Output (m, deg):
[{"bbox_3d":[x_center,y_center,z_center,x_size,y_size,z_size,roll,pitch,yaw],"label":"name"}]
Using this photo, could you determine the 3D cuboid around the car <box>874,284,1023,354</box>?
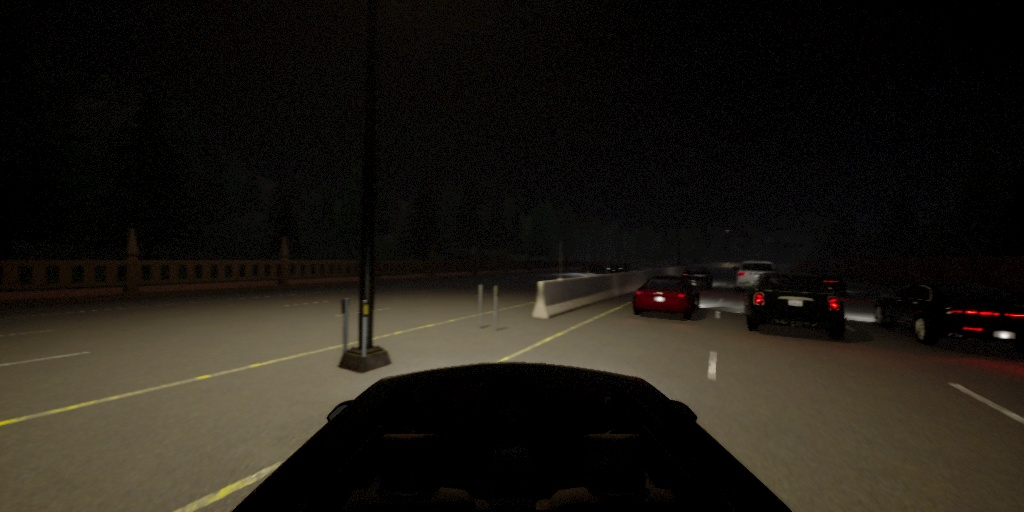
[{"bbox_3d":[11.680,1.482,9.667,1.837,1.490,4.892,1,-1,31],"label":"car"}]

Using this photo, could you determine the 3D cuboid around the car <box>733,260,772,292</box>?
[{"bbox_3d":[16.080,1.316,23.732,2.150,2.045,5.566,1,0,32],"label":"car"}]

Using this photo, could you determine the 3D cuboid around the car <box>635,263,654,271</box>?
[{"bbox_3d":[17.361,1.694,46.376,1.812,1.442,4.674,1,0,31],"label":"car"}]

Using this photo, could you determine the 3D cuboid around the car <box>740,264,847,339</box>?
[{"bbox_3d":[8.567,1.279,11.274,2.097,1.767,4.553,1,0,31],"label":"car"}]

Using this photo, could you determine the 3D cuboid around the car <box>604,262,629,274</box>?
[{"bbox_3d":[14.344,1.621,48.147,1.837,1.490,4.892,1,0,31],"label":"car"}]

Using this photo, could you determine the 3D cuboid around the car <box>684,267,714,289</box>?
[{"bbox_3d":[13.631,1.546,26.441,2.128,1.511,4.902,1,0,32],"label":"car"}]

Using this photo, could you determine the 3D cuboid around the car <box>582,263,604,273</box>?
[{"bbox_3d":[11.264,1.667,49.818,1.895,1.301,4.718,1,0,32],"label":"car"}]

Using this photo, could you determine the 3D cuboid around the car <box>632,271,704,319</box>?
[{"bbox_3d":[6.022,1.451,13.835,1.994,1.385,4.181,1,0,31],"label":"car"}]
